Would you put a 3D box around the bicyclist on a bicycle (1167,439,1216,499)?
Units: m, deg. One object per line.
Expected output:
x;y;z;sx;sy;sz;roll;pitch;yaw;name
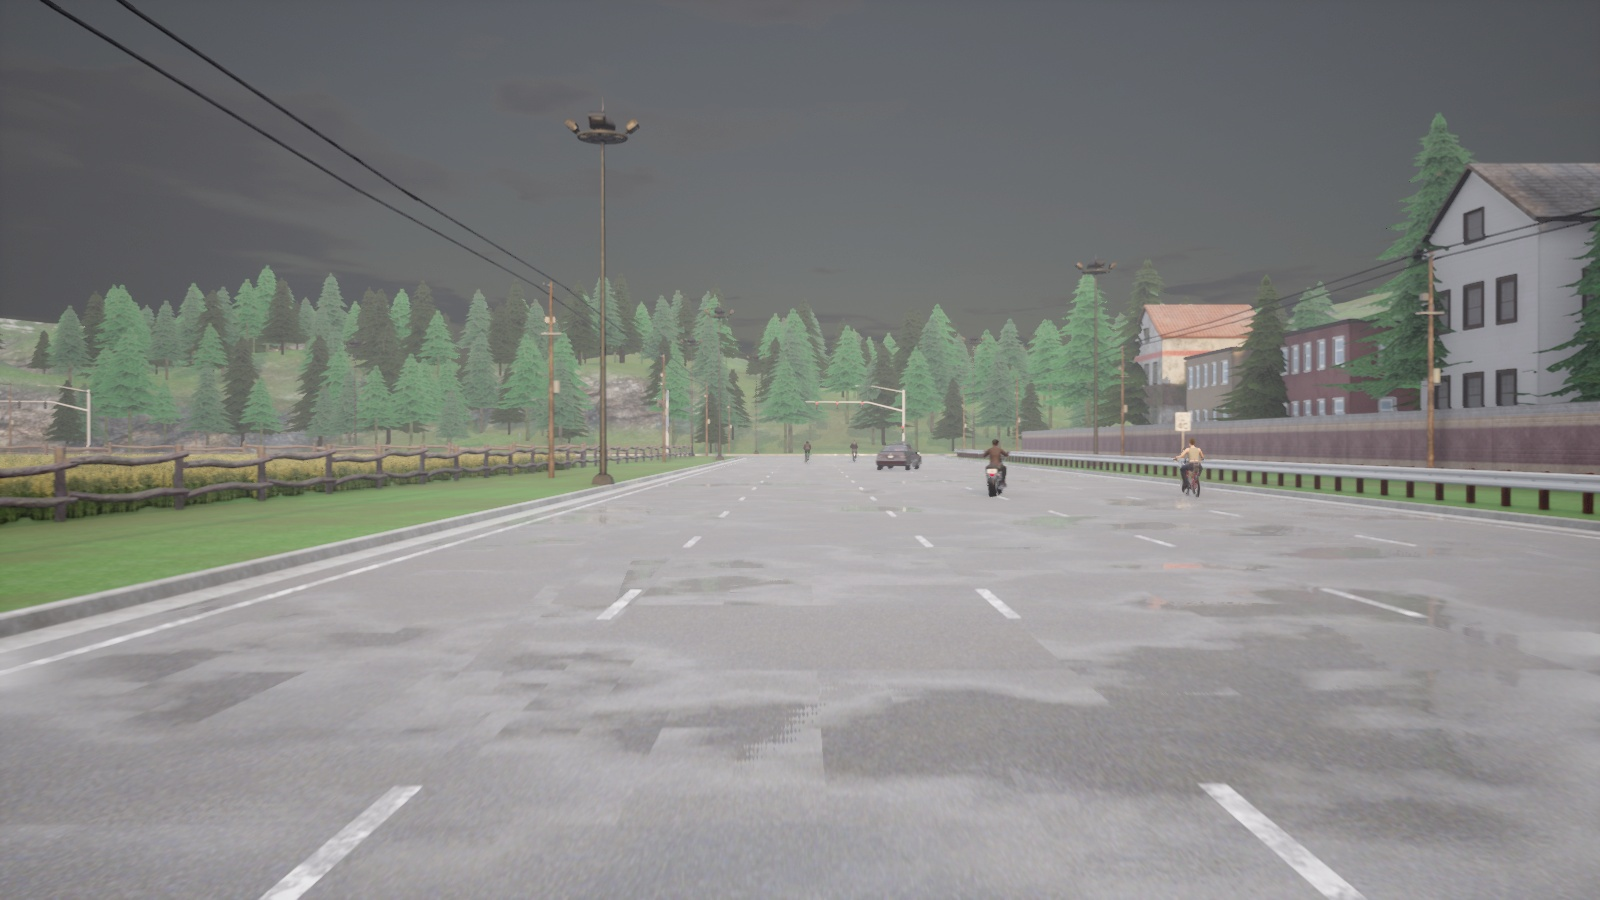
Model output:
10.707;0.498;34.395;0.866;1.612;1.509;0;0;1;bicyclist on a bicycle

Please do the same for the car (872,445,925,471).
5.521;0.405;69.793;2.033;1.411;5.357;0;0;15;car

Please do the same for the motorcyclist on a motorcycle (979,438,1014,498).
5.589;0.501;35.633;0.766;1.649;2.350;0;0;14;motorcyclist on a motorcycle
